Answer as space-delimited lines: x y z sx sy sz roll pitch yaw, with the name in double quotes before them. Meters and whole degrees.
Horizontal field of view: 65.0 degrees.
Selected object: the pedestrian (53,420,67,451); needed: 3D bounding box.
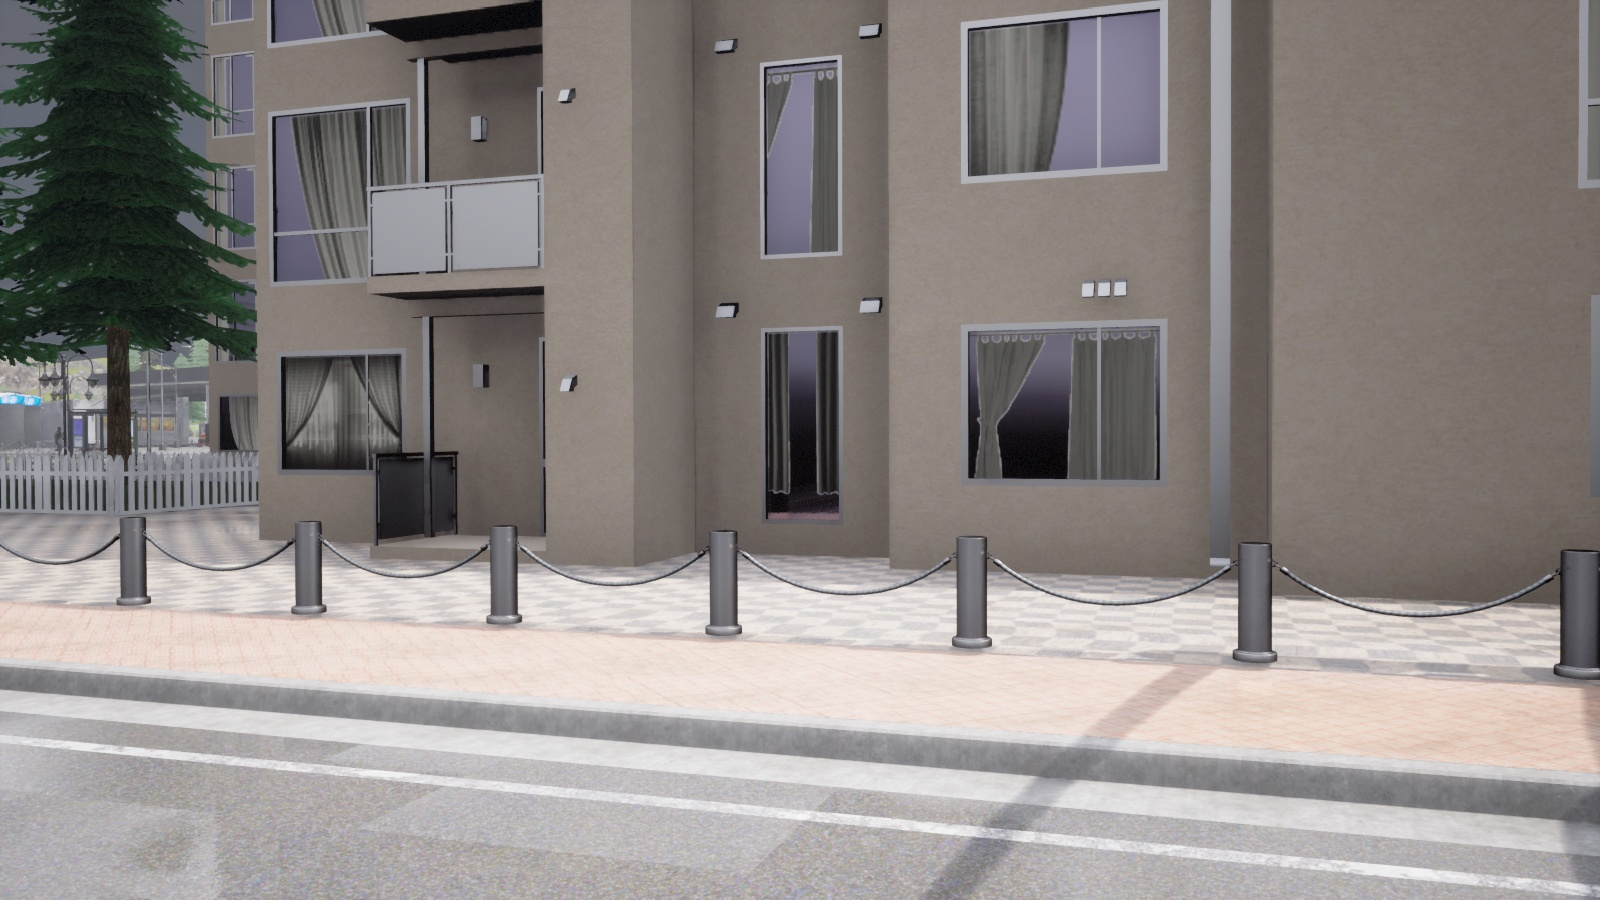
"pedestrian" -43.989 -0.878 74.657 0.614 1.847 0.353 0 1 15
